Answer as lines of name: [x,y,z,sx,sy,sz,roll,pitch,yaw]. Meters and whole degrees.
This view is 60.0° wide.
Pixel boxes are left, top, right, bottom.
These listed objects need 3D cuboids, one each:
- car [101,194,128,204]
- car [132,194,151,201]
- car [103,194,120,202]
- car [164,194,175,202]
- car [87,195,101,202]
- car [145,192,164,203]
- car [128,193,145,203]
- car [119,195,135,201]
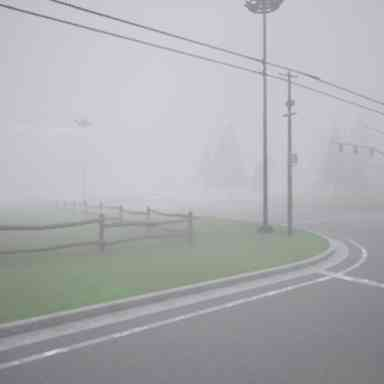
car: [-13.852,1.318,59.283,2.128,1.511,4.902,-1,0,-35]
car: [-11.234,1.217,73.821,2.128,1.511,4.902,-1,0,-35]
car: [-16.962,1.246,69.798,1.837,1.490,4.892,-1,0,-35]
car: [-5.313,1.101,65.392,2.097,1.767,4.553,-1,0,-35]
car: [-19.826,1.252,67.786,1.882,1.535,5.008,-1,0,-35]
car: [-8.039,0.997,63.182,2.150,2.045,5.566,-1,0,-35]
car: [-11.087,1.153,61.434,2.097,1.767,4.553,-1,0,-35]
car: [-14.097,1.270,71.809,1.994,1.385,4.181,-1,0,-35]
